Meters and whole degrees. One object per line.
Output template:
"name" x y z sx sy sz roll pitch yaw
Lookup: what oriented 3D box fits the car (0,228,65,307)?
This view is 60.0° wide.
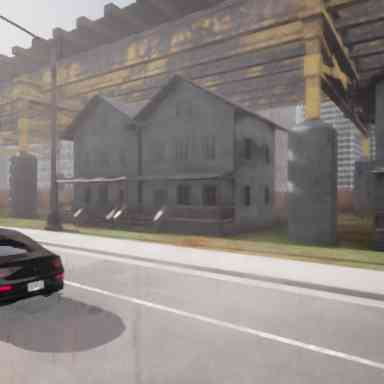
"car" -4.692 1.525 7.317 4.674 1.442 1.812 0 0 35
